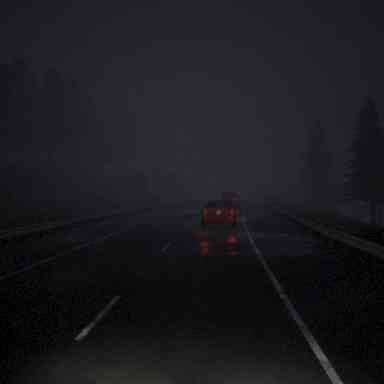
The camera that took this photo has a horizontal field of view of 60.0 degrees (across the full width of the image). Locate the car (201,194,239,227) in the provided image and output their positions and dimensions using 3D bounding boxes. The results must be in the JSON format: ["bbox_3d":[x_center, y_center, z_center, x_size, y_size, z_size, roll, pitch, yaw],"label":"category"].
[{"bbox_3d":[1.826,1.228,21.742,2.097,1.767,4.553,-1,0,7],"label":"car"}]

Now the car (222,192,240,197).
[{"bbox_3d":[4.615,0.979,40.521,2.150,2.045,5.566,-1,0,9],"label":"car"}]
